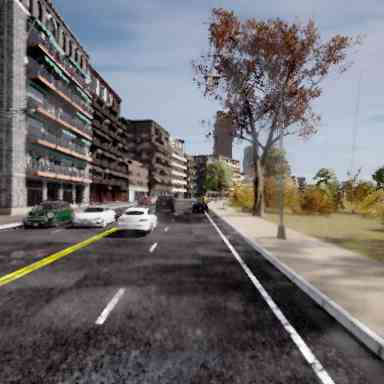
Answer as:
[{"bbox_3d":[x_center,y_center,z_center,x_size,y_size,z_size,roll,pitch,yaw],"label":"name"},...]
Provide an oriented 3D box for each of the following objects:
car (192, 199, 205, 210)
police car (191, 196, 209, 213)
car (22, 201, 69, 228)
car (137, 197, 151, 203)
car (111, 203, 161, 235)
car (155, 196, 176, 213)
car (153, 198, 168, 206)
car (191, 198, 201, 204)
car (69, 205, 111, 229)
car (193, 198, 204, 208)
[{"bbox_3d":[0.999,1.806,50.030,1.812,1.442,4.674,0,0,1],"label":"car"},{"bbox_3d":[0.979,1.648,40.196,1.930,1.638,5.238,0,0,0],"label":"police car"},{"bbox_3d":[-9.840,1.478,23.192,2.097,1.767,4.553,0,0,0],"label":"car"},{"bbox_3d":[-9.320,1.740,65.181,2.097,1.767,4.553,0,0,3],"label":"car"},{"bbox_3d":[-3.148,1.632,19.594,1.812,1.442,4.674,0,0,0],"label":"car"},{"bbox_3d":[-3.145,1.447,40.434,2.150,2.045,5.566,0,0,0],"label":"car"},{"bbox_3d":[-6.077,1.890,64.955,2.128,1.511,4.902,0,0,3],"label":"car"},{"bbox_3d":[0.965,1.910,74.633,1.895,1.301,4.718,0,0,4],"label":"car"},{"bbox_3d":[-6.592,1.651,23.005,1.812,1.442,4.674,0,0,0],"label":"car"},{"bbox_3d":[1.098,1.841,55.946,1.812,1.442,4.674,0,0,1],"label":"car"}]
